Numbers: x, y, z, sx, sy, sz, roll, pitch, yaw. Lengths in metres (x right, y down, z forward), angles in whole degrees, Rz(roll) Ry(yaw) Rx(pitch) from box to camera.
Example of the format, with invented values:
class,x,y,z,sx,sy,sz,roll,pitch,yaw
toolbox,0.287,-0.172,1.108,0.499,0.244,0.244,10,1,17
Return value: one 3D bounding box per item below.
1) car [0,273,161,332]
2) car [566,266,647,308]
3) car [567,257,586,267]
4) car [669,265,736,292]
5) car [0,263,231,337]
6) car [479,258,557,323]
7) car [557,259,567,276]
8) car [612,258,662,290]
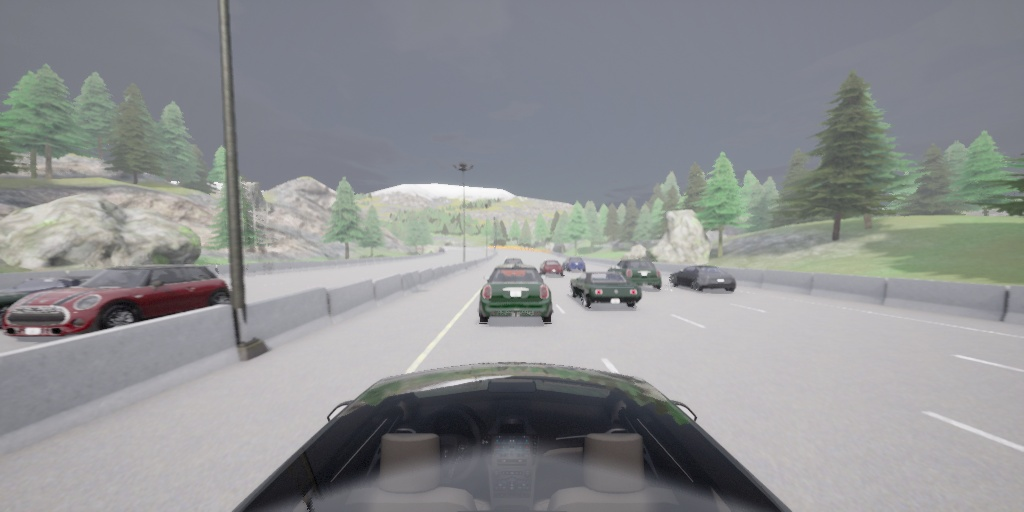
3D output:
class,x,y,z,sx,sy,sz,roll,pitch,yaw
car,-14.057,1.294,11.011,1.895,1.301,4.718,0,0,0
car,3.602,1.270,14.694,1.895,1.301,4.718,0,0,0
car,7.107,0.853,41.457,2.097,1.767,4.553,0,0,0
car,10.603,1.198,20.228,1.994,1.385,4.181,0,0,0
car,-10.563,1.049,10.151,2.097,1.767,4.553,0,1,0
car,0.102,1.038,11.947,2.097,1.767,4.553,0,0,0
car,3.592,1.080,33.070,1.812,1.442,4.674,0,0,0
car,7.103,0.979,21.384,2.097,1.767,4.553,0,0,0
